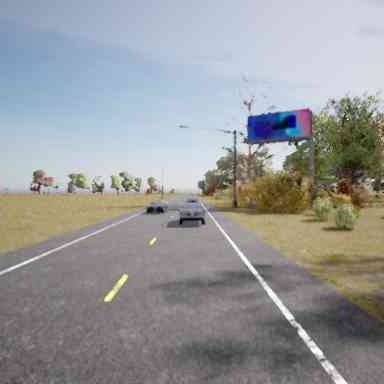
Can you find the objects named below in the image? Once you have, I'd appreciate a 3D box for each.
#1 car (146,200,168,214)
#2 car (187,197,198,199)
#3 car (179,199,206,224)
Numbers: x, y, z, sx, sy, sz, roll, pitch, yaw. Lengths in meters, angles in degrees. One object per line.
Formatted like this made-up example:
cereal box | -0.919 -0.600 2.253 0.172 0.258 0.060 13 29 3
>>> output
car | -3.546 1.544 34.132 1.895 1.301 4.718 0 0 0
car | 0.064 1.432 43.835 1.837 1.490 4.892 0 1 0
car | 0.031 1.507 24.232 2.033 1.411 5.357 0 0 1
